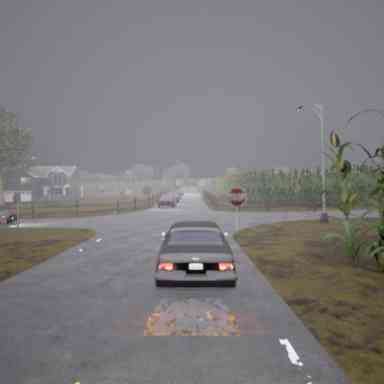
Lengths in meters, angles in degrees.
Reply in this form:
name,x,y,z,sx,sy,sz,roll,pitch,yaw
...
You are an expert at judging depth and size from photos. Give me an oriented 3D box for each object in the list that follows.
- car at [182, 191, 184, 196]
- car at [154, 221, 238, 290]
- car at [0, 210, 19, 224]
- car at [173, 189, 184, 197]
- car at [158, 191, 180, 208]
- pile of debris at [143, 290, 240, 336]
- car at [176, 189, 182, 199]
name,x,y,z,sx,sy,sz,roll,pitch,yaw
car,-2.796,0.515,58.644,2.033,1.411,5.357,0,2,1
car,0.079,1.494,9.066,2.033,1.411,5.357,0,1,0
car,-14.796,1.742,23.861,4.181,1.385,1.994,-1,1,2
car,-2.754,0.157,69.334,1.994,1.385,4.181,0,2,0
car,-2.879,0.982,39.367,1.882,1.535,5.008,0,1,1
pile of debris,-0.002,2.147,6.081,1.500,0.140,1.860,0,0,0
car,-2.832,0.755,48.779,1.882,1.535,5.008,0,2,0
